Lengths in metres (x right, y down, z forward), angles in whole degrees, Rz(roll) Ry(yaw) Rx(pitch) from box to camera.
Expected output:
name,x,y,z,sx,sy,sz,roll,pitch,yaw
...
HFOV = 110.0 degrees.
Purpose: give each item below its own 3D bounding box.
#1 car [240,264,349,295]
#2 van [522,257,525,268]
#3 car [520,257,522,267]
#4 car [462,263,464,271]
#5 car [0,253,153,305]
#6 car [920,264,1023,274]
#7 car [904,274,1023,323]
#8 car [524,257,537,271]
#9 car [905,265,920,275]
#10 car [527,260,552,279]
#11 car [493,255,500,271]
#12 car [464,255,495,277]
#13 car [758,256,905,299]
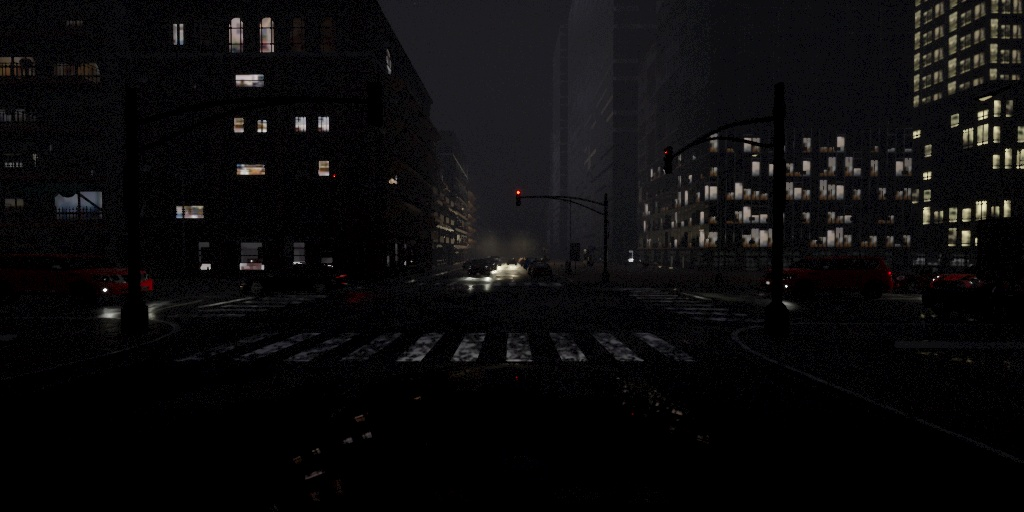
name,x,y,z,sx,sy,sz,roll,pitch,yaw
car,-11.165,1.183,18.620,4.892,1.490,1.837,0,3,-10
van,2.627,1.045,49.406,1.690,1.789,3.998,0,0,0
car,2.623,1.240,55.052,1.888,1.381,4.507,0,0,0
car,-5.722,1.270,49.368,1.948,1.339,4.313,0,0,0
car,-18.849,0.911,15.336,5.566,2.045,2.150,0,1,1
car,24.095,1.189,17.978,4.553,1.767,2.097,0,1,1
car,16.708,1.445,12.170,4.403,1.370,2.007,0,0,1
car,2.634,1.159,38.114,1.967,1.591,4.097,0,0,0
car,23.361,1.230,20.722,4.097,1.591,1.967,0,0,1
car,2.637,1.272,32.468,1.888,1.381,4.507,0,0,0
car,-3.123,1.056,48.851,2.097,1.767,4.553,0,0,0
car,-3.120,1.075,35.020,2.097,1.767,4.553,0,0,0
car,15.704,1.020,18.088,5.566,2.045,2.150,0,1,1
